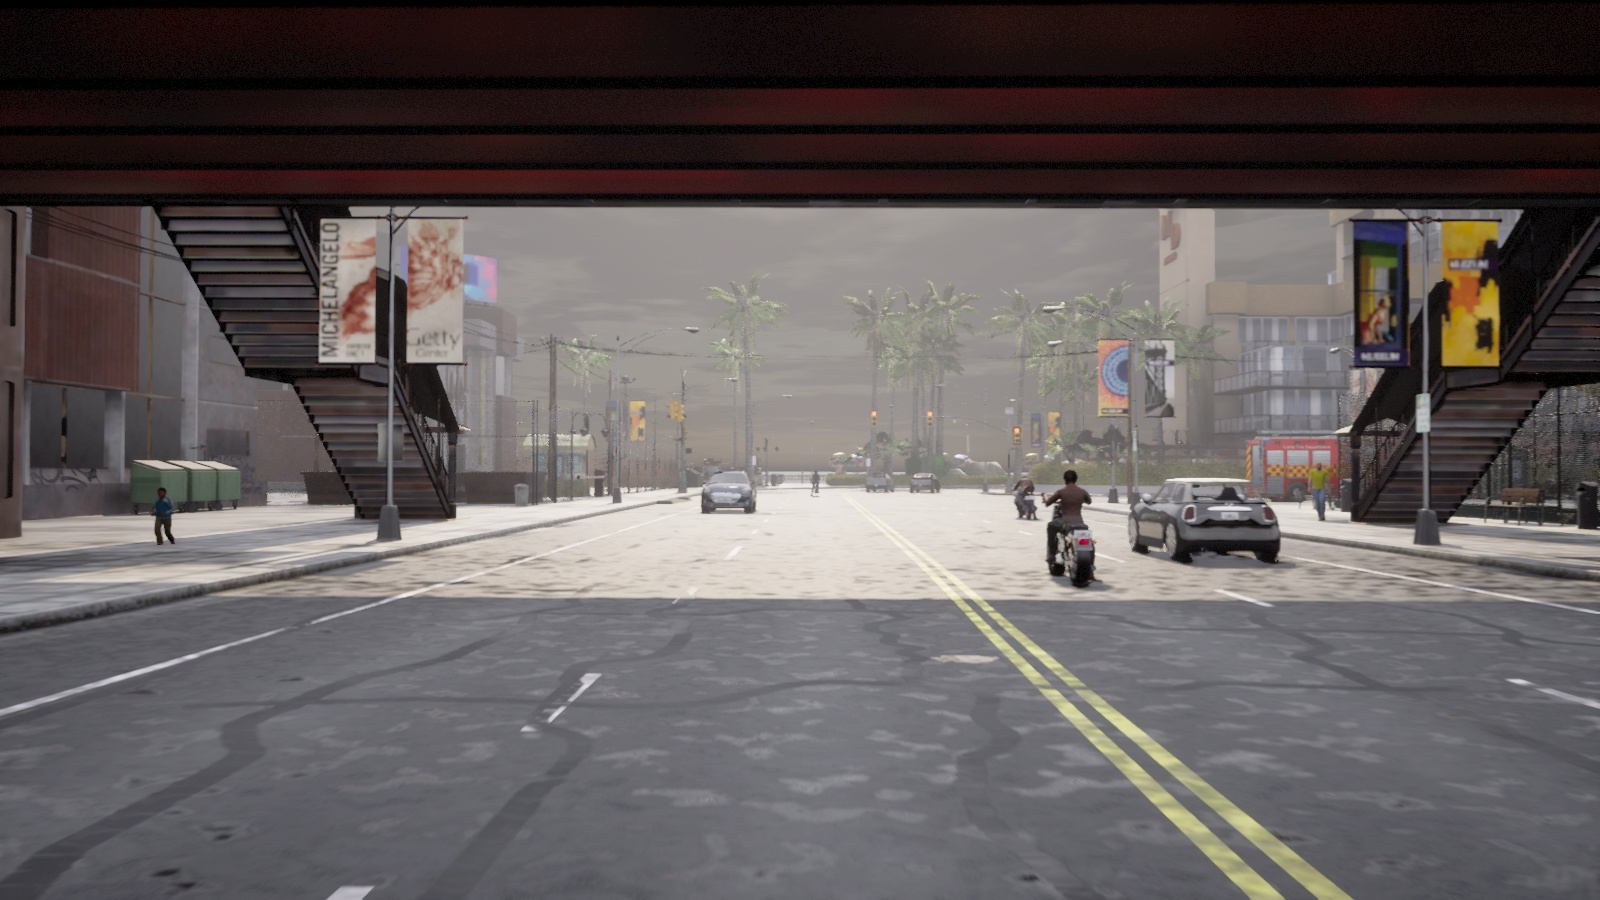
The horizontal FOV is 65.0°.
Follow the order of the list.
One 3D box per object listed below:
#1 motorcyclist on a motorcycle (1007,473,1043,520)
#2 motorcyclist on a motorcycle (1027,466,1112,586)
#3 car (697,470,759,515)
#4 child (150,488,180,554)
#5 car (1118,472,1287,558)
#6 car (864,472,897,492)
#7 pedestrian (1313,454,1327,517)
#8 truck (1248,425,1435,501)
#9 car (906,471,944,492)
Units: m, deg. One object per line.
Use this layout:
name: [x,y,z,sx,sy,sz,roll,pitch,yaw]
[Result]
motorcyclist on a motorcycle: [7.588,1.553,42.455,0.866,1.530,2.191,0,-1,1]
motorcyclist on a motorcycle: [3.921,1.069,18.469,0.766,1.649,2.350,0,-1,1]
car: [-2.723,1.601,48.593,2.033,1.649,4.856,0,-1,1]
child: [-11.730,1.304,23.208,0.343,1.192,0.448,0,-1,-4]
car: [7.476,1.160,23.726,1.970,1.475,3.806,0,-1,1]
car: [6.211,2.478,96.723,1.845,1.501,3.633,-1,-1,15]
pedestrian: [15.426,1.050,37.265,0.354,1.836,0.706,-1,-1,23]
truck: [28.127,0.675,65.454,8.468,3.827,2.891,0,-1,0]
car: [9.527,2.385,95.539,2.128,1.511,4.902,-1,-1,15]
